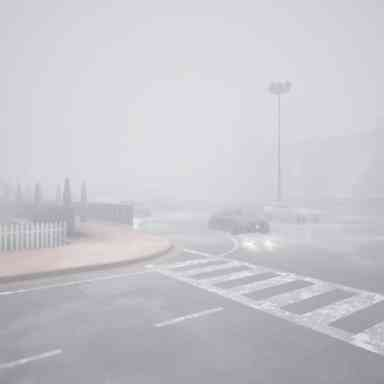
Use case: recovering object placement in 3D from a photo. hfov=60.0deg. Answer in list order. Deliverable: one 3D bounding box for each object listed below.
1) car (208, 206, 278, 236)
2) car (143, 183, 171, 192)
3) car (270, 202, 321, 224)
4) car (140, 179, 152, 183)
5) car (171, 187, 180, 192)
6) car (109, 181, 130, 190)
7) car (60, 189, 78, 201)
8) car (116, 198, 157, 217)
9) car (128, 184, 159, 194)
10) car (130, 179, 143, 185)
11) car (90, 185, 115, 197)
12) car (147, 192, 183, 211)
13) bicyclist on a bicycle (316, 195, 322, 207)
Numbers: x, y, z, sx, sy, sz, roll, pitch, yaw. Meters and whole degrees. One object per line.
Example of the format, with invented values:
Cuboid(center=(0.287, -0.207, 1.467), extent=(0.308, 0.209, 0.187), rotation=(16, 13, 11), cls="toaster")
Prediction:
Cuboid(center=(2.520, 1.564, 18.392), extent=(1.994, 1.385, 4.181), rotation=(0, 0, -22), cls="car")
Cuboid(center=(-6.586, -0.187, 61.302), extent=(1.882, 1.535, 5.008), rotation=(0, 7, -37), cls="car")
Cuboid(center=(7.373, 1.524, 25.106), extent=(1.812, 1.442, 4.674), rotation=(0, 0, -37), cls="car")
Cuboid(center=(-10.504, -1.827, 72.186), extent=(2.150, 2.045, 5.566), rotation=(0, 7, -37), cls="car")
Cuboid(center=(-4.196, -0.267, 63.943), extent=(1.882, 1.535, 5.008), rotation=(0, 7, -37), cls="car")
Cuboid(center=(-14.818, -1.300, 66.259), extent=(1.882, 1.535, 5.008), rotation=(0, 7, -37), cls="car")
Cuboid(center=(-17.318, 0.449, 46.162), extent=(1.837, 1.490, 4.892), rotation=(0, 5, -37), cls="car")
Cuboid(center=(-5.478, 1.481, 30.451), extent=(1.837, 1.490, 4.892), rotation=(0, 1, -37), cls="car")
Cuboid(center=(-8.555, 0.058, 57.926), extent=(2.033, 1.411, 5.357), rotation=(0, 6, -37), cls="car")
Cuboid(center=(-12.828, -1.487, 69.603), extent=(1.882, 1.535, 5.008), rotation=(0, 7, -37), cls="car")
Cuboid(center=(-15.334, -0.165, 55.250), extent=(2.033, 1.411, 5.357), rotation=(0, 7, -36), cls="car")
Cuboid(center=(-2.920, 1.219, 38.660), extent=(2.097, 1.767, 4.553), rotation=(0, 2, -37), cls="car")
Cuboid(center=(18.061, 1.291, 47.375), extent=(1.656, 1.620, 0.582), rotation=(0, 0, -37), cls="bicyclist on a bicycle")
